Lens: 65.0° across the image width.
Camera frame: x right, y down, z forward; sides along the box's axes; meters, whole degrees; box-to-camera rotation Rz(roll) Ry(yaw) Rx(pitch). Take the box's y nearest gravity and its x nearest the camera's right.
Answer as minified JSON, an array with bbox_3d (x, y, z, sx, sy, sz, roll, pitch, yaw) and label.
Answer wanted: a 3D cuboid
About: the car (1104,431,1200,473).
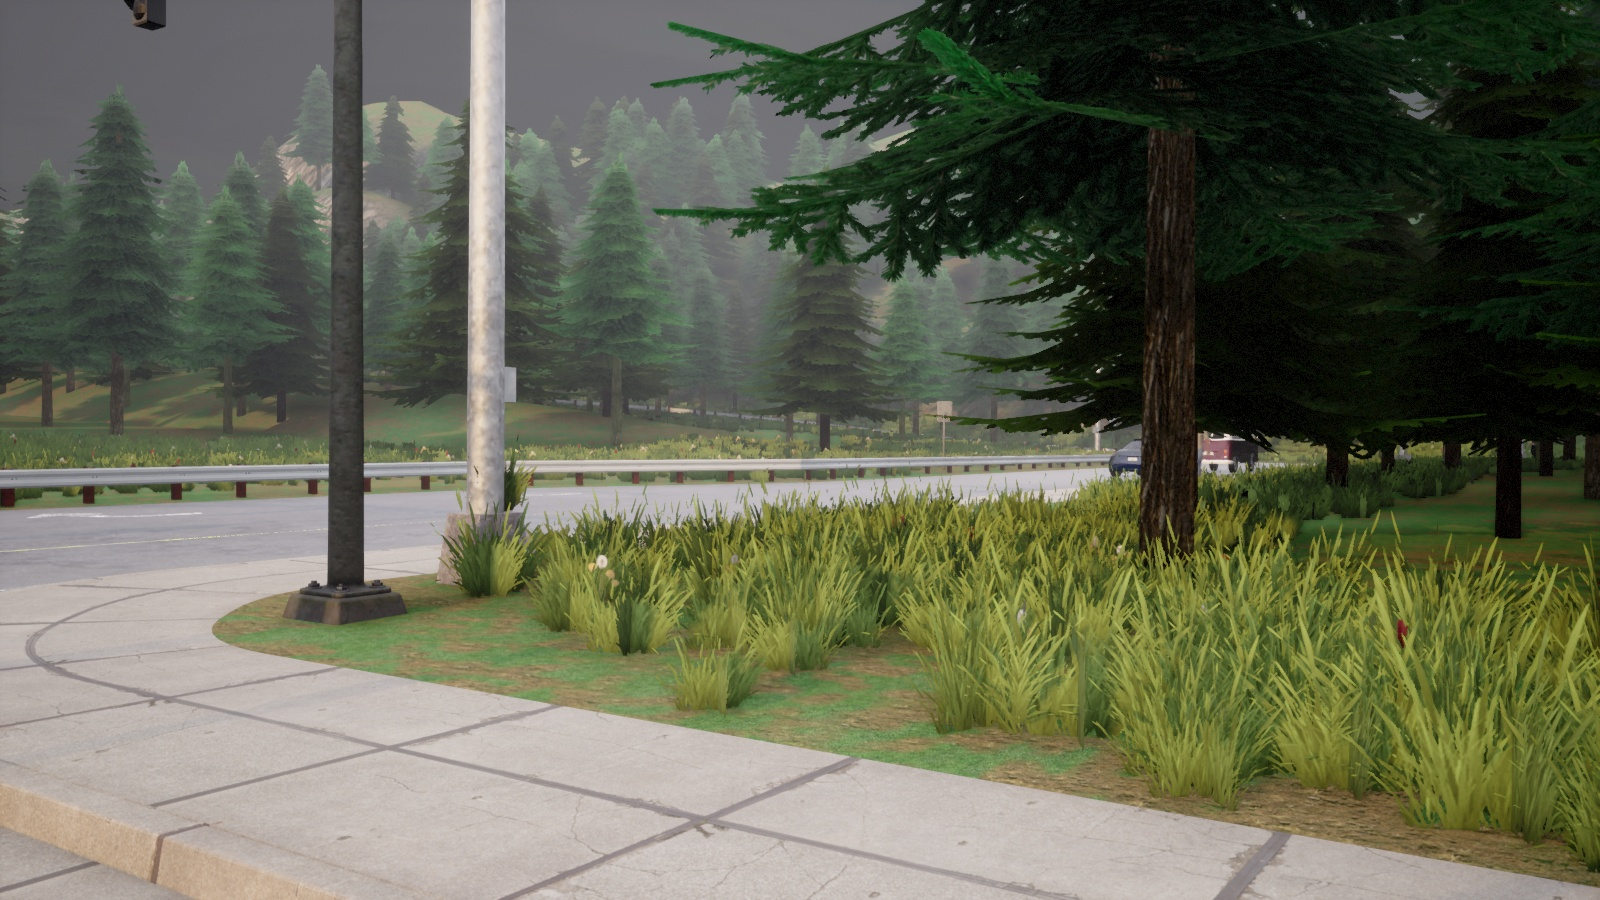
[{"bbox_3d":[12.544,0.046,44.617,1.994,1.385,4.181,0,1,35],"label":"car"}]

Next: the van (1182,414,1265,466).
[{"bbox_3d":[17.456,-0.436,51.694,2.069,2.038,4.480,0,1,35],"label":"van"}]

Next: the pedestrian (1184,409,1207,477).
[{"bbox_3d":[10.693,-0.193,33.932,0.354,1.836,0.706,0,1,37],"label":"pedestrian"}]
